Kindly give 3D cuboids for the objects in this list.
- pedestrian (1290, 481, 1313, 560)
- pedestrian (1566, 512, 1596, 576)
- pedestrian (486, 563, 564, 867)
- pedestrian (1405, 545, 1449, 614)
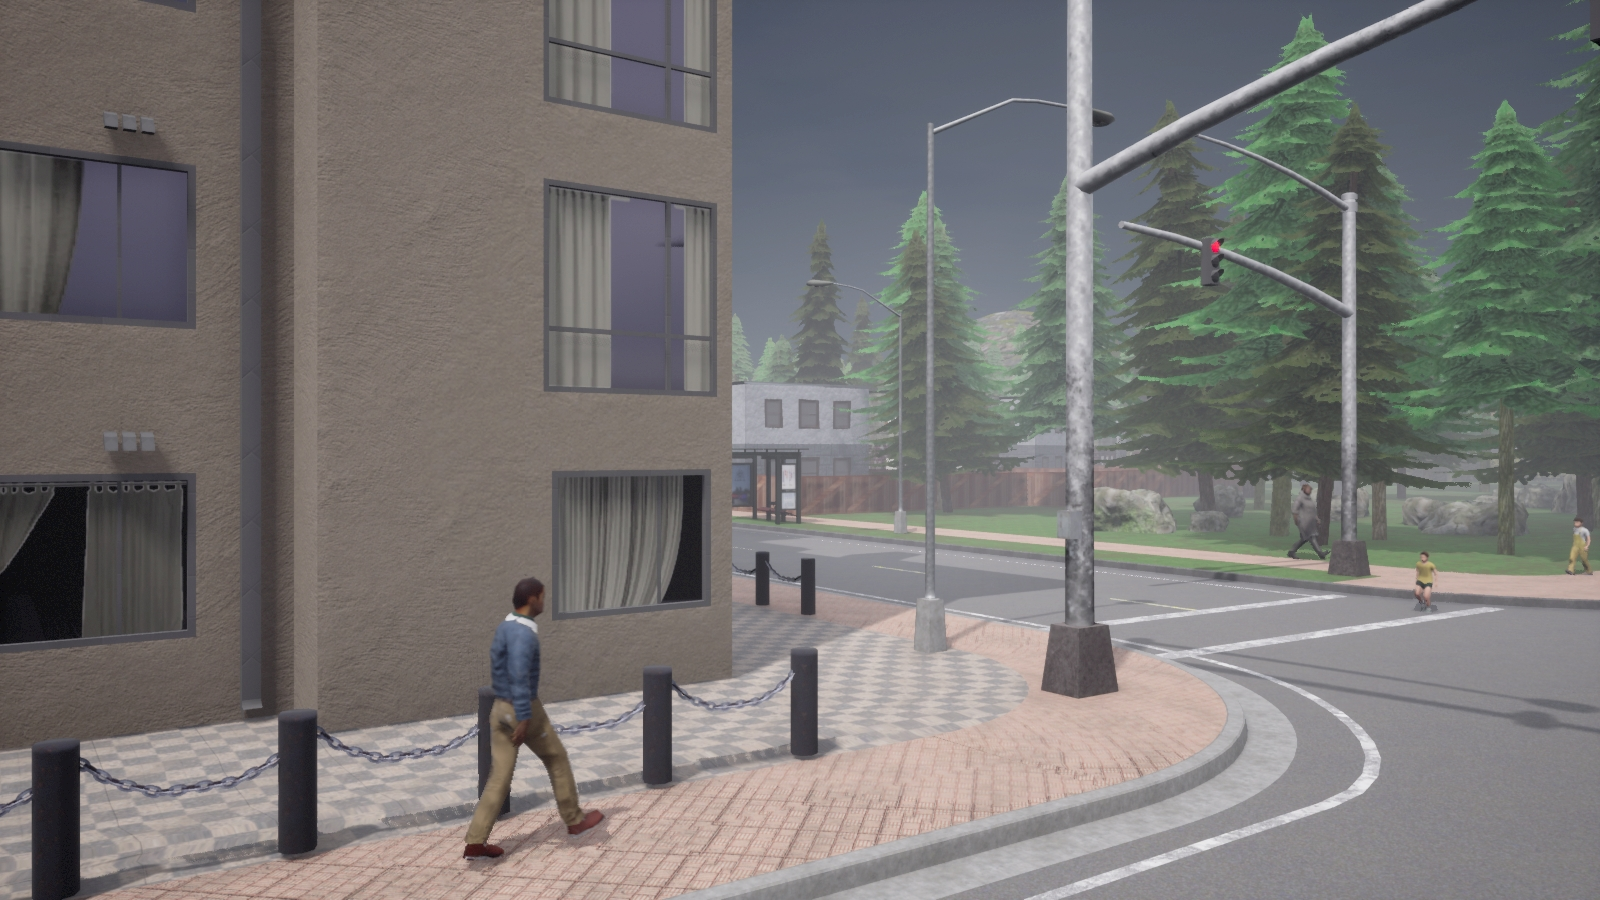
[{"bbox_3d":[12.031,1.676,27.404,0.375,1.860,0.375,0,0,-35],"label":"pedestrian"},{"bbox_3d":[16.251,1.943,23.780,0.375,1.300,0.375,0,0,-17],"label":"pedestrian"},{"bbox_3d":[-1.795,1.694,7.455,0.375,1.860,0.375,0,0,-36],"label":"pedestrian"},{"bbox_3d":[10.749,2.209,19.585,0.500,1.100,0.500,0,0,-38],"label":"pedestrian"}]
